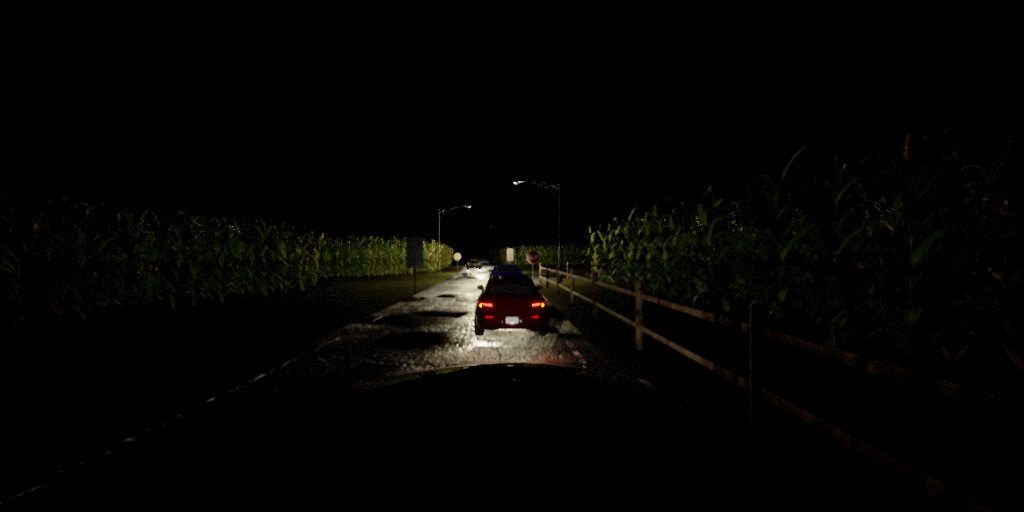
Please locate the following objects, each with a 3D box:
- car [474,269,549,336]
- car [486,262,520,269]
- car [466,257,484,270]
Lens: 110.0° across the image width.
[{"bbox_3d":[-0.045,1.270,10.284,1.812,1.442,4.674,0,0,-1],"label":"car"},{"bbox_3d":[-0.315,1.219,20.452,1.882,1.535,5.008,0,0,-1],"label":"car"},{"bbox_3d":[-5.541,1.102,52.307,2.097,1.767,4.553,0,0,-6],"label":"car"}]
